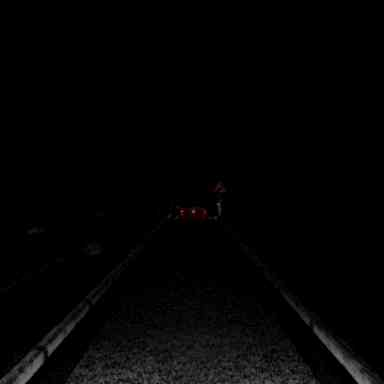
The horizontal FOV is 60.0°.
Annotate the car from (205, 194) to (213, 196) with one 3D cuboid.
[{"bbox_3d":[3.001,1.501,48.532,2.163,1.488,4.792,0,0,0],"label":"car"}]

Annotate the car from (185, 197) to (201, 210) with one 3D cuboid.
[{"bbox_3d":[0.104,1.476,42.938,1.882,1.535,5.008,0,0,0],"label":"car"}]

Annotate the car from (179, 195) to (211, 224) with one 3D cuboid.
[{"bbox_3d":[0.103,1.362,24.976,2.097,1.767,4.553,0,0,0],"label":"car"}]

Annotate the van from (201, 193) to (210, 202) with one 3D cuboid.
[{"bbox_3d":[3.003,1.211,76.102,1.878,1.987,4.442,0,0,0],"label":"van"}]

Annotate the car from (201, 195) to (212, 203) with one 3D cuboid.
[{"bbox_3d":[3.002,1.476,70.460,2.002,1.452,4.674,0,0,0],"label":"car"}]

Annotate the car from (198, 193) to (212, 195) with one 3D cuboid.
[{"bbox_3d":[3.003,1.190,64.972,2.435,2.045,5.566,0,0,0],"label":"car"}]

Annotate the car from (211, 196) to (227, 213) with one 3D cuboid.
[{"bbox_3d":[3.000,1.487,37.326,2.231,1.521,4.892,0,0,0],"label":"car"}]
